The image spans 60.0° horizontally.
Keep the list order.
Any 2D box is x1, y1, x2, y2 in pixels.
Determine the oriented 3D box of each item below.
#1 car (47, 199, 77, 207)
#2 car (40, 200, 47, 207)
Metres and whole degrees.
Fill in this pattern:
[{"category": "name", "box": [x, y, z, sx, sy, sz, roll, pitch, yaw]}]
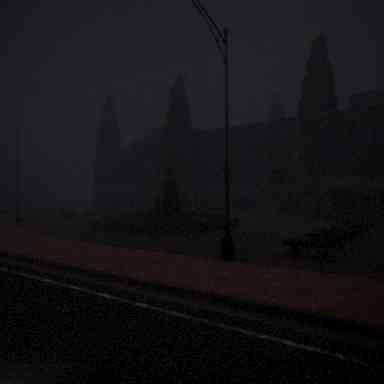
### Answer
[{"category": "car", "box": [-24.264, 2.000, 63.234, 1.882, 1.535, 5.008, -1, 0, 29]}, {"category": "car", "box": [-27.321, 2.081, 65.005, 2.128, 1.511, 4.902, -1, 0, 27]}]
